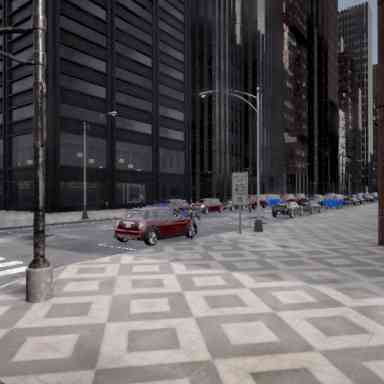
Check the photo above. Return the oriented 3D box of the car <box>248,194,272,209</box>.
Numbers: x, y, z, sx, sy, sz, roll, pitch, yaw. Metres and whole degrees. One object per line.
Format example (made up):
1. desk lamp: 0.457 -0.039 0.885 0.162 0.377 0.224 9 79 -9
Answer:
1. car: 7.971 1.233 42.933 2.192 1.841 5.009 0 0 36

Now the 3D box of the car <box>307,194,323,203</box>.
1. car: 24.344 1.305 65.706 1.967 1.590 4.097 0 0 36

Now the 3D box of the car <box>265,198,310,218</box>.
1. car: 8.354 1.463 28.862 2.008 1.369 4.403 0 0 36

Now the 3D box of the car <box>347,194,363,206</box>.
1. car: 24.726 1.420 51.633 1.947 1.339 4.313 0 0 36

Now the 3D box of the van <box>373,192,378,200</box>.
1. van: 37.823 1.157 69.849 1.690 1.788 3.998 0 0 36

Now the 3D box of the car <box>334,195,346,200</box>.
1. car: 37.443 1.397 83.923 1.947 1.339 4.313 0 0 36

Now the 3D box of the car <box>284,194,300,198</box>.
1. car: 14.520 1.210 52.042 2.192 1.841 5.009 0 0 36

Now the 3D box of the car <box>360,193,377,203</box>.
1. car: 34.550 1.370 65.296 1.887 1.381 4.507 0 0 36

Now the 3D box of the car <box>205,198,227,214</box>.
1. car: 1.422 1.383 33.824 1.967 1.590 4.097 0 0 36

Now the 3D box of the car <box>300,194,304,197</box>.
1. car: 17.794 1.200 56.596 2.192 1.841 5.009 0 0 36

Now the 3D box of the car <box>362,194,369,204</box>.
1. car: 28.001 1.410 56.187 1.947 1.339 4.313 0 0 36

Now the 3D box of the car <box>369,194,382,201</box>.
1. car: 41.098 1.248 74.404 1.967 1.590 4.097 0 0 36

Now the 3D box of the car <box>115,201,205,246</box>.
1. car: -1.469 1.393 15.200 1.967 1.590 4.097 0 0 36

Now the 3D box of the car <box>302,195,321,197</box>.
1. car: 17.213 1.374 45.745 2.128 1.511 4.902 0 0 36

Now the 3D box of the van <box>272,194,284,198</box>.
1. van: 11.245 1.248 47.487 1.690 1.788 3.998 0 0 36

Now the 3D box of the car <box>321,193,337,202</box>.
1. car: 30.893 1.162 74.814 2.192 1.841 5.009 0 0 36

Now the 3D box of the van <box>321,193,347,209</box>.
1. van: 18.177 1.217 42.524 1.690 1.788 3.998 0 0 36

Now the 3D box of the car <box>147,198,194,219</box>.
1. car: -1.853 1.397 29.270 1.967 1.590 4.097 0 0 36

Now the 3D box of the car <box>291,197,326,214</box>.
1. car: 11.629 1.465 33.417 1.947 1.339 4.313 0 0 36

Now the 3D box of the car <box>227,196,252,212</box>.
1. car: 4.697 1.481 38.379 2.008 1.369 4.403 0 0 36

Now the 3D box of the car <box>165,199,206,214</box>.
1. car: -1.470 1.431 19.763 1.882 1.535 5.008 0 0 36

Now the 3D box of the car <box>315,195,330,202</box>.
1. car: 27.619 1.407 70.260 2.008 1.369 4.403 0 0 36
